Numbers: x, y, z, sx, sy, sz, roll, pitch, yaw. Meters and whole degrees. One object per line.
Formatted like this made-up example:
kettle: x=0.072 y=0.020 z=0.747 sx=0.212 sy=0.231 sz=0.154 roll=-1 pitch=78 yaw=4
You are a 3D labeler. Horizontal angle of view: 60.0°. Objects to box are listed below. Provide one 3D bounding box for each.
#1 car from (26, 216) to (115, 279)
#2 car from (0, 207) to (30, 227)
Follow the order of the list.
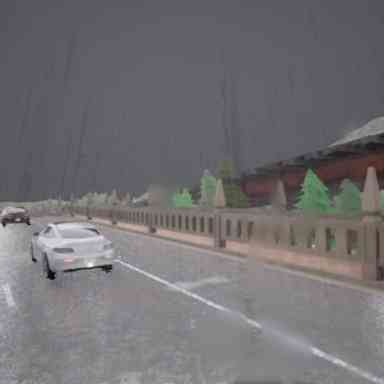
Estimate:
car: x=-3.902 y=1.664 z=10.592 sx=1.812 sy=1.442 sz=4.674 roll=0 pitch=-1 yaw=-33
car: x=-13.984 y=1.883 z=26.289 sx=1.812 sy=1.442 sz=4.674 roll=0 pitch=-1 yaw=-33
